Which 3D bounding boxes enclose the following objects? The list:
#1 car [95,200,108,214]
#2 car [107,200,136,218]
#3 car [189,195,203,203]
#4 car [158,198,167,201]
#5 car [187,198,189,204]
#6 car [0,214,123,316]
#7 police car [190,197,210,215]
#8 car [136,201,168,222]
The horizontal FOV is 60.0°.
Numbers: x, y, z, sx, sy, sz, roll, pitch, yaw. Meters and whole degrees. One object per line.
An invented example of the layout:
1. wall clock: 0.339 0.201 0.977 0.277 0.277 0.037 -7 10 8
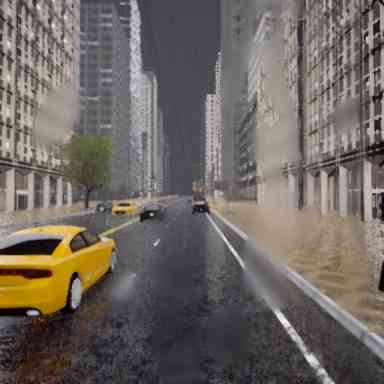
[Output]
1. car: -9.834 1.716 38.740 2.128 1.511 4.902 0 0 0
2. car: -6.592 1.669 32.944 1.882 1.535 5.008 0 0 0
3. car: 0.982 1.534 52.828 2.150 2.045 5.566 0 0 0
4. car: -6.490 1.969 73.548 2.033 1.411 5.357 0 0 0
5. car: 0.010 1.618 70.978 2.097 1.767 4.553 0 0 0
6. car: -3.137 1.523 7.741 1.882 1.535 5.008 0 0 0
7. police car: 0.979 1.641 36.904 1.930 1.638 5.238 0 0 0
8. car: -3.145 1.726 27.921 1.994 1.385 4.181 0 0 0
